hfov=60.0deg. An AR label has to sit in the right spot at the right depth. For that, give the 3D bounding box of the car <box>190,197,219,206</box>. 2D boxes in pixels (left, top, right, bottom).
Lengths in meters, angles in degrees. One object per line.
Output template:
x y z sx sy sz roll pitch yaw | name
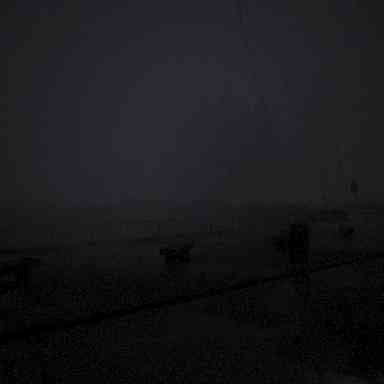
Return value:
1.965 1.547 54.530 2.033 1.411 5.357 0 0 -35 | car

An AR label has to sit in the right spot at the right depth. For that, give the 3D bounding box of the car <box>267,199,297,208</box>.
10.169 1.526 35.870 1.812 1.442 4.674 0 0 -36 | car

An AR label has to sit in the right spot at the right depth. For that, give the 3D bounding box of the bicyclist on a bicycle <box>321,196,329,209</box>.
16.563 1.349 41.339 1.656 1.620 0.582 0 0 -35 | bicyclist on a bicycle

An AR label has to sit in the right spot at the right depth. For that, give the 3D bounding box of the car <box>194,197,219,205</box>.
2.537 1.491 46.634 2.128 1.511 4.902 0 0 -35 | car

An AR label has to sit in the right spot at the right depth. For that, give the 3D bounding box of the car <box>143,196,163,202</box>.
-7.066 1.492 60.369 1.882 1.535 5.008 0 0 -35 | car
